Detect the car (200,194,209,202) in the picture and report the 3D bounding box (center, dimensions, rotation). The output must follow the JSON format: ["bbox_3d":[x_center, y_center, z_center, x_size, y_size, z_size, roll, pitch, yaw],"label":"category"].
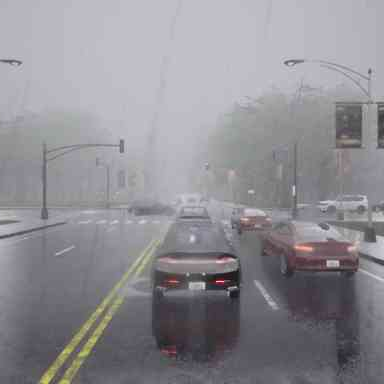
[{"bbox_3d":[3.143,1.642,82.584,2.150,2.045,5.566,0,-1,0],"label":"car"}]

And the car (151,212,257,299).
[{"bbox_3d":[0.089,1.496,8.471,2.128,1.511,4.902,0,0,0],"label":"car"}]

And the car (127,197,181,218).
[{"bbox_3d":[-3.601,1.412,30.692,4.553,1.767,2.097,0,0,0],"label":"car"}]

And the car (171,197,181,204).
[{"bbox_3d":[-3.343,1.850,71.289,1.994,1.385,4.181,0,-1,0],"label":"car"}]

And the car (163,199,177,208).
[{"bbox_3d":[-3.411,1.760,52.026,1.895,1.301,4.718,0,0,0],"label":"car"}]

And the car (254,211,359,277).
[{"bbox_3d":[3.333,1.533,10.189,1.812,1.442,4.674,0,0,0],"label":"car"}]

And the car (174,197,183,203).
[{"bbox_3d":[-3.357,1.945,81.766,2.033,1.411,5.357,0,-1,0],"label":"car"}]

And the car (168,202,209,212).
[{"bbox_3d":[0.078,1.517,17.879,2.128,1.511,4.902,0,0,0],"label":"car"}]

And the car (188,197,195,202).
[{"bbox_3d":[-0.122,1.965,92.967,1.994,1.385,4.181,0,-1,0],"label":"car"}]

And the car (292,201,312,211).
[{"bbox_3d":[14.813,1.772,40.790,4.718,1.301,1.895,0,0,0],"label":"car"}]

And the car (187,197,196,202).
[{"bbox_3d":[-0.107,1.893,82.514,1.882,1.535,5.008,0,-1,0],"label":"car"}]

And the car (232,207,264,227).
[{"bbox_3d":[3.336,1.555,18.997,1.812,1.442,4.674,0,0,1],"label":"car"}]

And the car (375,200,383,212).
[{"bbox_3d":[23.945,1.695,40.874,5.008,1.535,1.882,0,0,0],"label":"car"}]

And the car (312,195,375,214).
[{"bbox_3d":[17.058,1.399,37.567,5.566,2.045,2.150,0,0,-1],"label":"car"}]
